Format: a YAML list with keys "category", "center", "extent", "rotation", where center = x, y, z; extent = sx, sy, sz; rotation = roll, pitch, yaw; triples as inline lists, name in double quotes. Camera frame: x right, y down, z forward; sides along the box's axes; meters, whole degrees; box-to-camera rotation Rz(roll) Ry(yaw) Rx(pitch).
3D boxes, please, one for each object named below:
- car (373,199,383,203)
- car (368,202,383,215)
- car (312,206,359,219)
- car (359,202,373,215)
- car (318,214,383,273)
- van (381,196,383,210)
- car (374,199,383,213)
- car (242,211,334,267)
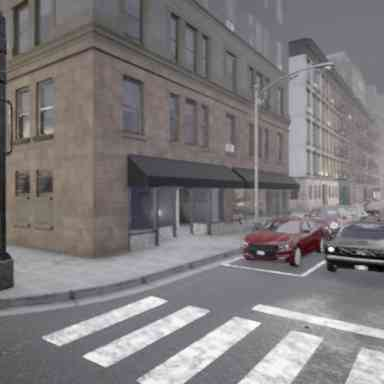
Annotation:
- category: "car"
  center: [15.926, 1.557, 29.249]
  extent: [1.887, 1.381, 4.507]
  rotation: [0, 0, 36]
- category: "car"
  center: [11.298, 1.510, 18.422]
  extent: [1.837, 1.490, 4.892]
  rotation: [0, 0, 36]
- category: "car"
  center: [6.484, 1.451, 16.050]
  extent: [1.967, 1.590, 4.097]
  rotation: [0, 0, 36]
- category: "car"
  center: [9.632, 1.562, 20.450]
  extent: [2.008, 1.369, 4.403]
  rotation: [0, 0, 36]
- category: "car"
  center: [5.471, 1.606, 10.271]
  extent: [1.895, 1.301, 4.718]
  rotation: [0, 0, 33]
- category: "van"
  center: [25.367, 1.355, 42.448]
  extent: [1.690, 1.788, 3.998]
  rotation: [0, 0, 36]
- category: "car"
  center: [22.121, 1.539, 37.909]
  extent: [1.752, 1.417, 4.829]
  rotation: [0, 0, 36]
- category: "car"
  center: [3.337, 1.555, 11.651]
  extent: [1.887, 1.381, 4.507]
  rotation: [0, 0, 36]
